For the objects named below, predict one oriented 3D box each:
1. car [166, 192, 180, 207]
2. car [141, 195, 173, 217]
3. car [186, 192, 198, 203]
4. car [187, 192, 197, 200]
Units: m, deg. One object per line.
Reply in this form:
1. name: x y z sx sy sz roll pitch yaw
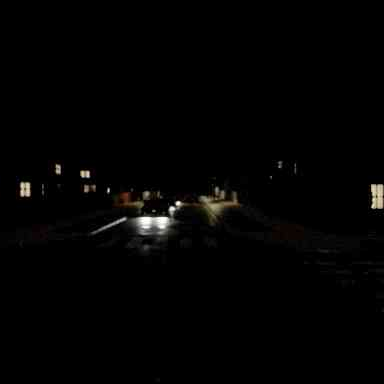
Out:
1. car: -2.848 1.002 39.789 2.033 1.411 5.357 0 1 0
2. car: -2.853 1.182 26.597 1.994 1.385 4.181 0 1 -1
3. car: -0.002 0.806 51.330 1.882 1.535 5.008 0 1 0
4. car: -0.001 0.755 61.748 1.812 1.442 4.674 0 1 0
